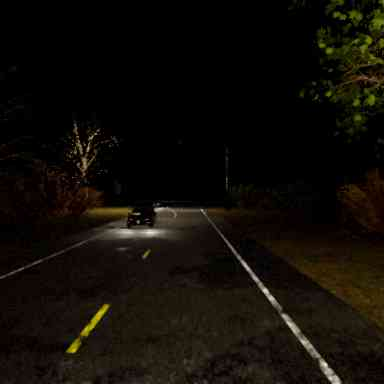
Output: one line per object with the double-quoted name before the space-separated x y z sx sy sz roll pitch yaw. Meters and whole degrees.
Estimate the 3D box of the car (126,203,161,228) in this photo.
"car" -3.676 1.822 25.070 1.837 1.490 4.892 0 -1 0

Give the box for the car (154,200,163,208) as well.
"car" -6.621 2.278 65.571 2.128 1.511 4.902 0 0 -6
